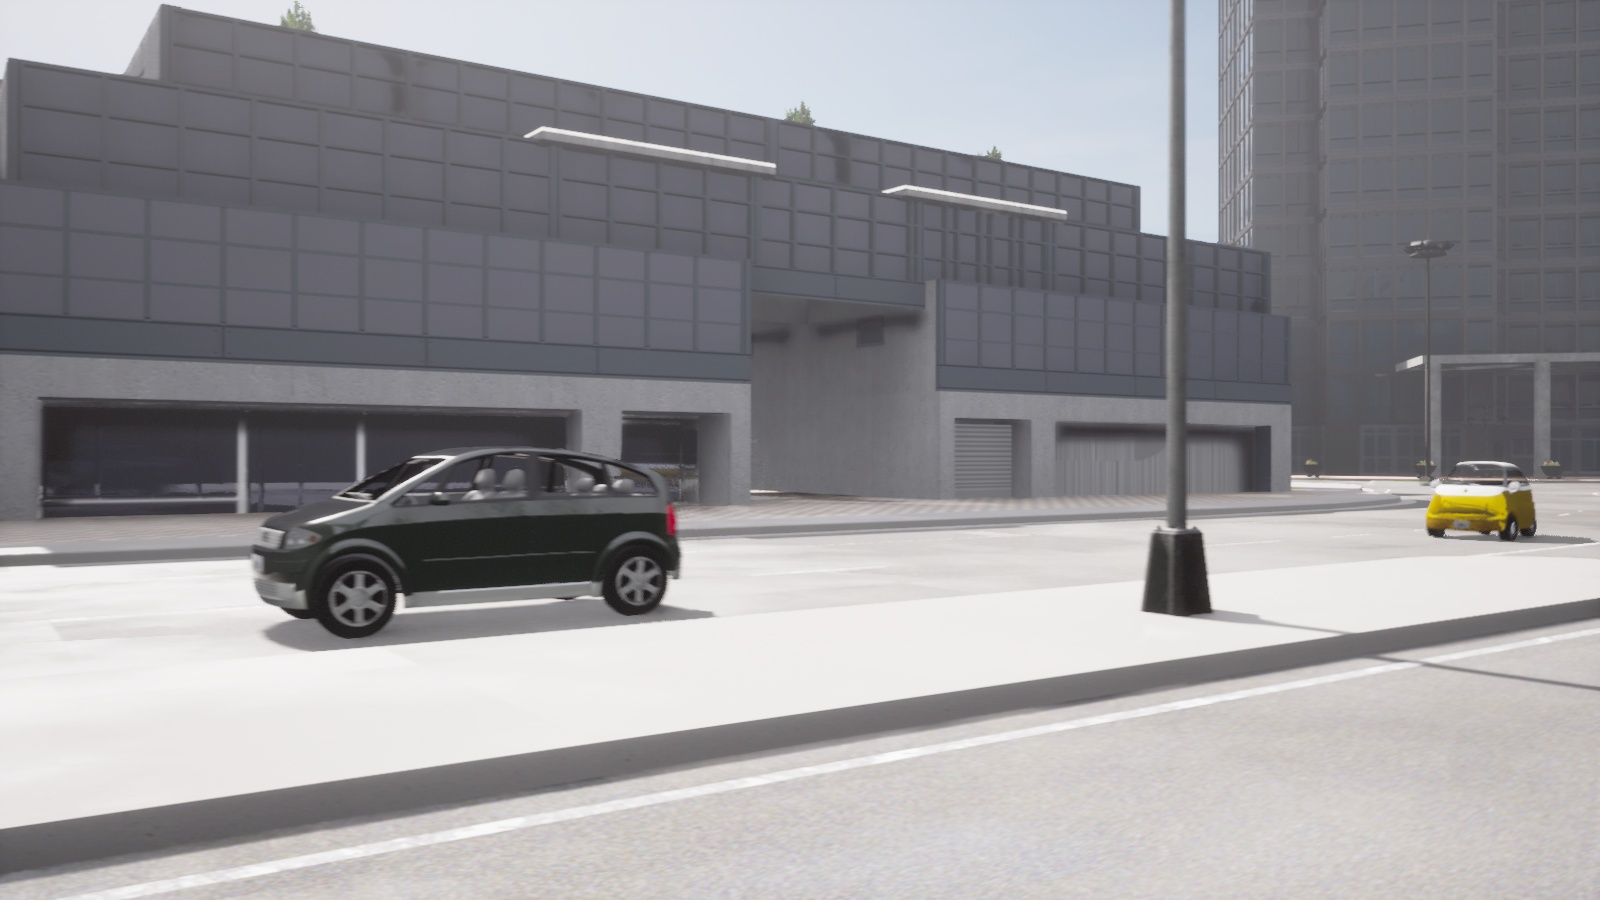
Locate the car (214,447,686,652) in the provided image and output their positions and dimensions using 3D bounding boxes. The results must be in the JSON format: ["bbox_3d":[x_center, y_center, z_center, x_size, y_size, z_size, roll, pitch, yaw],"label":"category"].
[{"bbox_3d":[-3.084,0.759,11.288,3.705,1.549,1.789,0,0,-35],"label":"car"}]

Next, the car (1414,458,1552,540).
[{"bbox_3d":[12.227,0.831,22.467,2.207,1.376,1.481,0,0,-40],"label":"car"}]
